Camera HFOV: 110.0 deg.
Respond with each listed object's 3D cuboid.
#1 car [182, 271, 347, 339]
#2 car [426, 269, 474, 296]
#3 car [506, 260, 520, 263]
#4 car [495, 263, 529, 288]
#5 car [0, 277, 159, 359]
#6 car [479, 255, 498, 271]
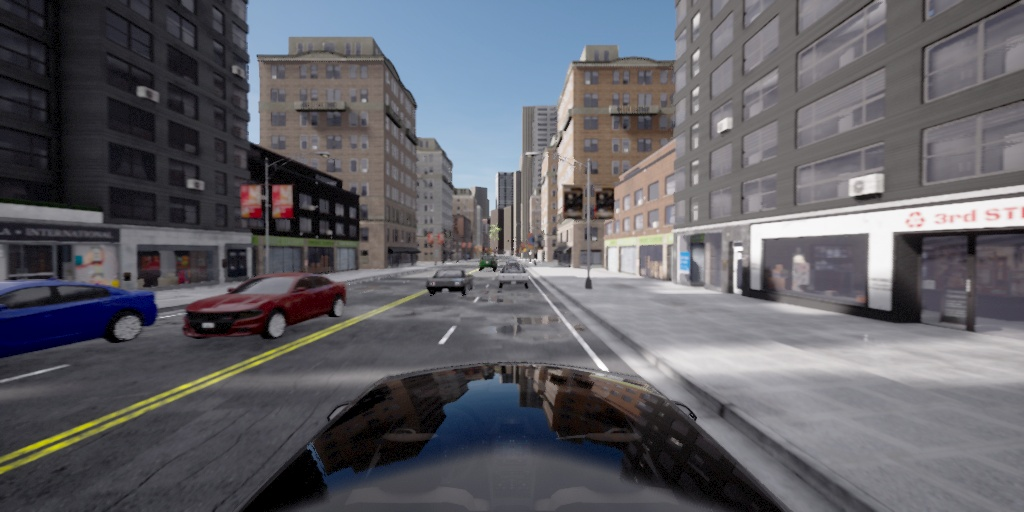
[{"bbox_3d":[-6.565,1.227,10.241,1.882,1.535,5.008,0,0,0],"label":"car"},{"bbox_3d":[-3.160,1.345,19.274,1.895,1.301,4.718,0,0,0],"label":"car"},{"bbox_3d":[0.105,1.220,49.044,1.812,1.442,4.674,0,0,0],"label":"car"},{"bbox_3d":[0.098,1.340,23.964,1.895,1.301,4.718,0,0,0],"label":"car"},{"bbox_3d":[-9.829,1.227,6.861,1.882,1.535,5.008,0,0,0],"label":"car"},{"bbox_3d":[-3.145,0.917,48.185,2.150,2.045,5.566,0,0,0],"label":"car"}]
